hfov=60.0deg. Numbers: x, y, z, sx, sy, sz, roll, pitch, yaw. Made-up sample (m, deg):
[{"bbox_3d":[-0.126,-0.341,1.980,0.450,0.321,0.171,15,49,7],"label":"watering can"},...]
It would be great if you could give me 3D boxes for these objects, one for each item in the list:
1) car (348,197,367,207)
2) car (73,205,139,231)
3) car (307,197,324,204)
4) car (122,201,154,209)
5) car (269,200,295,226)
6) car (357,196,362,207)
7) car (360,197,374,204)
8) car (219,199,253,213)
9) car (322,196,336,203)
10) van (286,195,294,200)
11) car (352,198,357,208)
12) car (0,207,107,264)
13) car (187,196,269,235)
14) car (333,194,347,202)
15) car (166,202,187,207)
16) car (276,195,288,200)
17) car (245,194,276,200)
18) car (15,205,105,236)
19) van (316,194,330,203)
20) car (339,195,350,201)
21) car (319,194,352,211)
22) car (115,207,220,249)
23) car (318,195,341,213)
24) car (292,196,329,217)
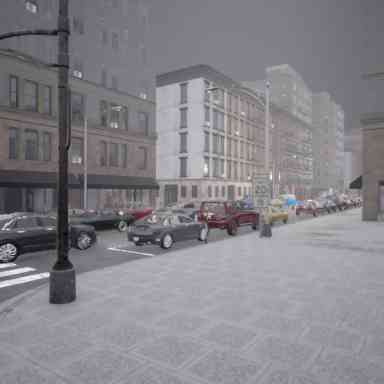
[{"bbox_3d":[27.106,1.594,54.407,2.008,1.369,4.403,0,0,35],"label":"car"},{"bbox_3d":[-5.314,1.598,17.835,1.895,1.301,4.718,0,0,32],"label":"car"},{"bbox_3d":[23.653,1.572,63.448,1.947,1.339,4.313,0,0,35],"label":"car"},{"bbox_3d":[-4.348,1.426,23.621,1.967,1.590,4.097,0,0,35],"label":"car"},{"bbox_3d":[5.426,1.553,23.571,1.752,1.417,4.829,0,0,35],"label":"car"},{"bbox_3d":[23.995,1.606,49.982,1.947,1.339,4.313,0,0,35],"label":"car"},{"bbox_3d":[33.329,1.614,63.258,1.947,1.339,4.313,0,0,35],"label":"car"},{"bbox_3d":[4.986,1.537,36.897,1.887,1.381,4.507,0,0,35],"label":"car"},{"bbox_3d":[29.876,1.554,72.299,1.887,1.381,4.507,0,0,35],"label":"car"},{"bbox_3d":[14.320,1.340,50.172,1.690,1.788,3.998,0,0,35],"label":"van"},{"bbox_3d":[20.884,1.620,45.557,1.802,1.307,4.206,0,0,35],"label":"car"},{"bbox_3d":[-5.732,1.515,12.113,1.837,1.490,4.892,0,0,35],"label":"car"},{"bbox_3d":[2.218,1.341,19.006,2.192,1.841,5.009,0,0,35],"label":"car"},{"bbox_3d":[36.100,1.327,81.149,2.192,1.841,5.009,0,0,35],"label":"car"},{"bbox_3d":[0.447,1.505,26.033,1.837,1.490,4.892,0,0,35],"label":"car"},{"bbox_3d":[11.110,1.521,45.608,1.752,1.417,4.829,0,0,35],"label":"car"},{"bbox_3d":[6.421,1.226,34.502,2.150,2.045,5.566,0,0,35],"label":"car"},{"bbox_3d":[-7.459,1.529,19.197,1.887,1.381,4.507,0,0,35],"label":"car"},{"bbox_3d":[26.765,1.349,67.873,1.690,1.788,3.998,0,0,35],"label":"van"},{"bbox_3d":[39.210,1.557,85.574,1.887,1.381,4.507,0,0,35],"label":"car"},{"bbox_3d":[17.774,1.351,41.131,2.192,1.841,5.009,0,0,35],"label":"car"},{"bbox_3d":[-0.894,1.575,14.581,2.008,1.369,4.403,0,0,35],"label":"car"},{"bbox_3d":[14.662,1.474,36.706,1.967,1.590,4.097,0,0,35],"label":"car"},{"bbox_3d":[11.551,1.472,32.281,1.967,1.590,4.097,0,0,35],"label":"car"}]
